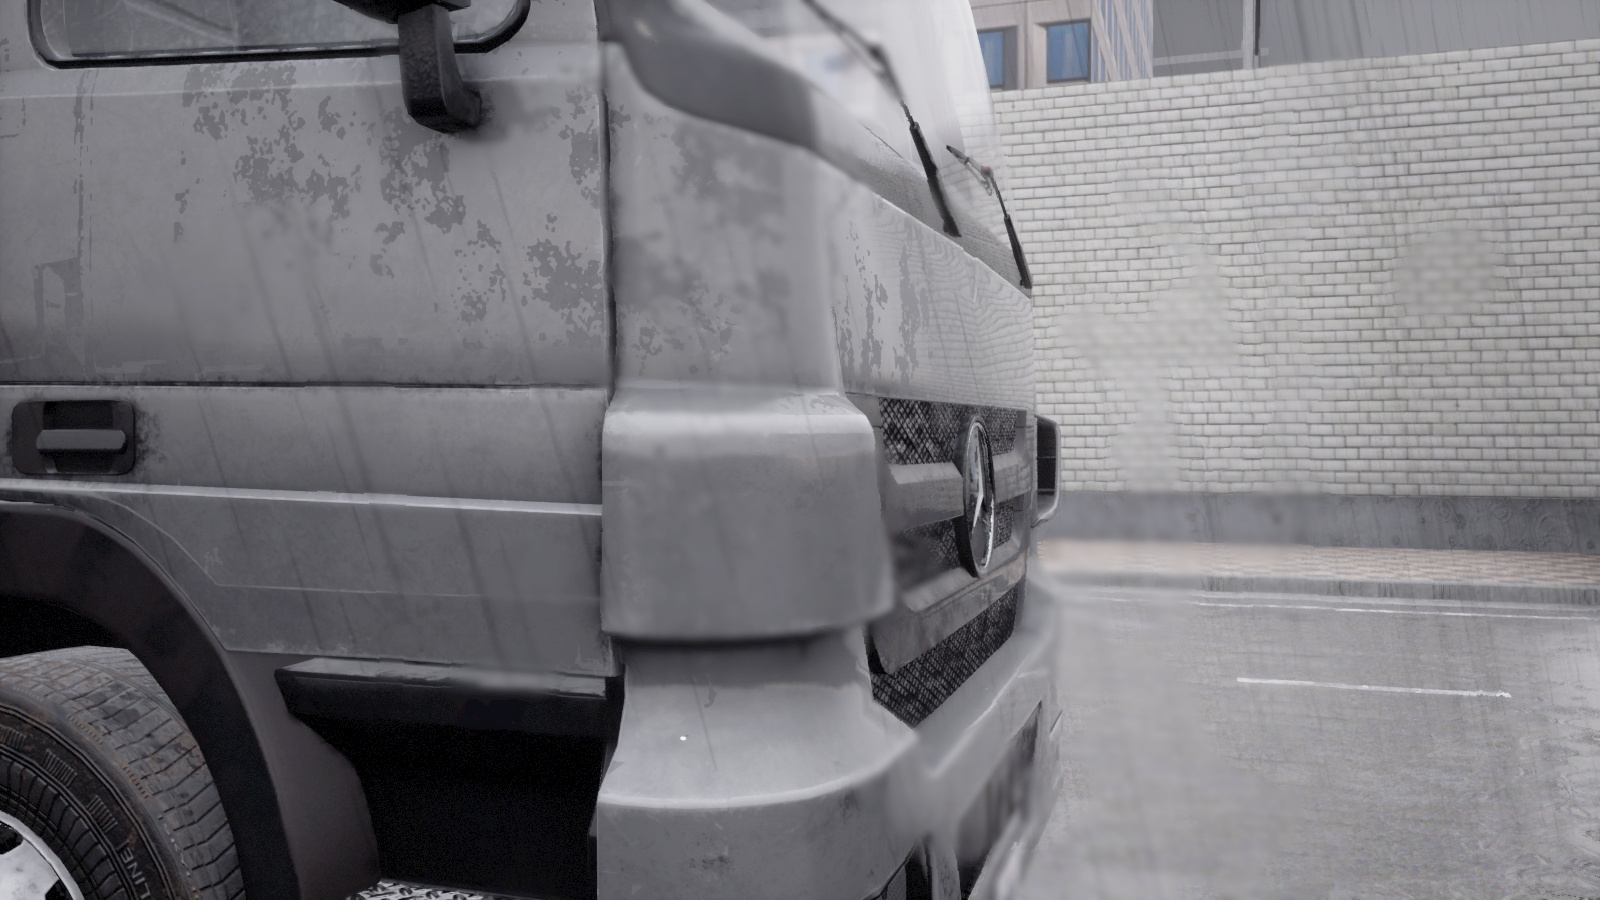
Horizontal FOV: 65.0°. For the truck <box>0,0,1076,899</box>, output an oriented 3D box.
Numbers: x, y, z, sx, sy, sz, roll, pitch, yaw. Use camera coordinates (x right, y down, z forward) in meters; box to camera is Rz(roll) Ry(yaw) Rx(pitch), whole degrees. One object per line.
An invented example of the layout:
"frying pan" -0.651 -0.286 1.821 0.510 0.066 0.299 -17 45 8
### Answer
"truck" -3.267 -0.236 4.278 7.936 3.462 2.891 1 1 19
